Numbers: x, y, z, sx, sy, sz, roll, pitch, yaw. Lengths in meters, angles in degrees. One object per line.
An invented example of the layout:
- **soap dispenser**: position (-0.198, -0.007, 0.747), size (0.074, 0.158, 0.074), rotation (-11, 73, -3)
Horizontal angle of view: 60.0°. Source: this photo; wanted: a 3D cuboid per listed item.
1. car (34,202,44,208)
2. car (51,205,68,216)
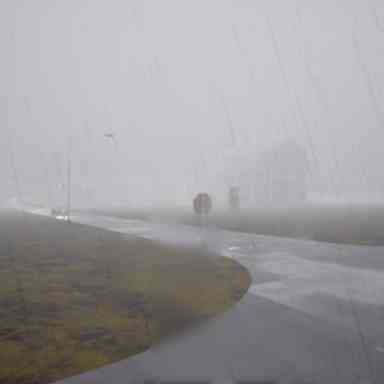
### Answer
- **car**: position (-39.737, 3.453, 86.234), size (1.837, 1.490, 4.892), rotation (1, -2, -32)
- **car**: position (-19.271, 2.662, 48.601), size (2.128, 1.511, 4.902), rotation (1, -2, -32)
